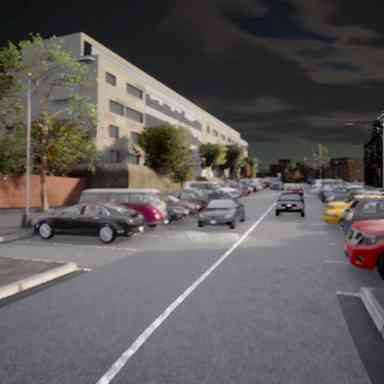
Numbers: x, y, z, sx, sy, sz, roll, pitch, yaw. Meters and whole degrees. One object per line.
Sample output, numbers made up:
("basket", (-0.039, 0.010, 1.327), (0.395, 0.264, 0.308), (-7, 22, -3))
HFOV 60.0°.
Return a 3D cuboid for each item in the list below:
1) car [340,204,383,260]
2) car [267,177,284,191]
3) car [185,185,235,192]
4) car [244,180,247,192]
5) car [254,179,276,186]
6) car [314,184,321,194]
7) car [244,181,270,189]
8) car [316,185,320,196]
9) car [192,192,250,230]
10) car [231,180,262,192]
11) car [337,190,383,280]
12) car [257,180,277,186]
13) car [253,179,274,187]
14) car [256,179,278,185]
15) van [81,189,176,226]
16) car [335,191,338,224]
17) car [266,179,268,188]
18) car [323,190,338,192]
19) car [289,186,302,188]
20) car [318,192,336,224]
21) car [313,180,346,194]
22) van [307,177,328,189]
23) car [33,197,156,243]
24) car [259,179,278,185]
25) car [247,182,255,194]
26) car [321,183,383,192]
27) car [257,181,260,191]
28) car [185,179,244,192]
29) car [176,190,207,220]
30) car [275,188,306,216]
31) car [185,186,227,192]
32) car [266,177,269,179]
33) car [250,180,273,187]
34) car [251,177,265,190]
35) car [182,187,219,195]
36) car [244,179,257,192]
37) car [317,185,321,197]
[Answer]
("car", (7.534, 1.258, 10.497), (5.008, 1.535, 2.097), (1, 2, 18))
("car", (14.343, -1.109, 55.971), (2.097, 1.767, 4.553), (1, 3, 19))
("car", (0.927, 0.385, 29.868), (5.008, 1.535, 2.097), (1, 3, 18))
("car", (3.468, -0.141, 37.708), (4.553, 1.767, 2.185), (1, 3, 18))
("car", (18.184, -2.327, 82.941), (5.366, 1.575, 1.946), (1, 3, 18))
("car", (14.870, 0.185, 32.826), (4.674, 1.452, 2.002), (1, 3, 18))
("car", (13.095, -1.504, 66.860), (5.008, 1.535, 2.097), (1, 3, 18))
("car", (13.914, 0.334, 29.920), (4.674, 1.452, 2.002), (1, 3, 18))
("car", (1.695, 1.021, 17.661), (1.812, 1.442, 4.674), (1, 3, 18))
("car", (8.798, -0.958, 53.711), (4.553, 1.767, 2.185), (1, 3, 18))
("car", (6.582, 1.102, 7.703), (5.566, 2.045, 2.435), (1, 2, 18))
("car", (19.205, -2.428, 85.544), (4.792, 1.488, 2.163), (1, 3, 18))
("car", (16.645, -2.177, 77.565), (4.553, 1.767, 2.185), (1, 3, 18))
("car", (19.928, -2.598, 88.243), (5.366, 1.575, 1.946), (1, 3, 18))
("van", (-3.328, 0.832, 16.573), (4.442, 1.987, 1.878), (1, 2, 18))
("car", (8.383, 1.018, 13.189), (4.553, 1.767, 2.185), (1, 3, 18))
("car", (11.387, -1.199, 61.680), (4.674, 1.452, 2.002), (1, 3, 18))
("car", (10.424, 0.862, 18.708), (5.366, 1.575, 1.946), (1, 3, 18))
("car", (12.505, -0.081, 40.280), (1.895, 1.301, 4.718), (1, 3, 18))
("car", (9.155, 1.001, 16.035), (5.366, 1.575, 1.946), (1, 3, 18))
("car", (15.759, -0.123, 35.615), (4.553, 1.767, 2.185), (1, 3, 18))
("van", (29.399, -2.317, 76.603), (4.442, 1.987, 1.878), (1, 3, 18))
("car", (-4.308, 1.166, 13.952), (4.892, 1.521, 2.231), (1, 2, 18))
("car", (20.948, -2.699, 90.846), (4.792, 1.488, 2.163), (1, 3, 18))
("car", (5.310, -0.262, 43.114), (4.792, 1.488, 2.163), (1, 3, 18))
("car", (12.111, 0.453, 24.325), (4.553, 1.767, 2.185), (1, 3, 18))
("car", (6.998, -0.533, 48.436), (4.792, 1.488, 2.163), (1, 3, 18))
("car", (1.819, -0.001, 32.501), (5.566, 2.045, 2.435), (1, 3, 18))
("car", (-1.696, 0.831, 21.921), (4.674, 1.452, 2.002), (1, 3, 18))
("car", (6.758, 0.757, 22.817), (2.033, 1.411, 5.357), (1, 3, 18))
("car", (0.044, 0.522, 27.223), (4.892, 1.521, 2.231), (1, 3, 18))
("car", (12.227, -1.500, 64.332), (4.553, 1.767, 2.185), (1, 3, 18))
("car", (15.750, -1.915, 74.930), (4.892, 1.521, 2.231), (1, 3, 18))
("car", (7.869, -0.949, 51.071), (5.566, 2.045, 2.435), (1, 3, 18))
("car", (-0.855, 0.663, 24.450), (4.892, 1.521, 2.231), (1, 3, 18))
("car", (6.123, -0.553, 45.779), (4.553, 1.767, 2.185), (1, 3, 18))
("car", (13.027, 0.466, 27.121), (4.792, 1.488, 2.163), (1, 3, 18))
